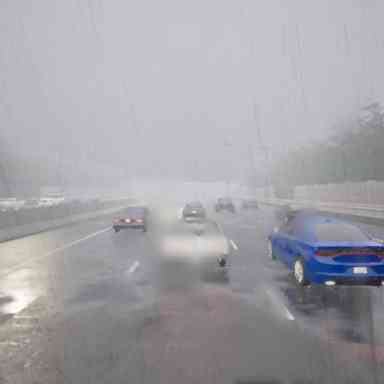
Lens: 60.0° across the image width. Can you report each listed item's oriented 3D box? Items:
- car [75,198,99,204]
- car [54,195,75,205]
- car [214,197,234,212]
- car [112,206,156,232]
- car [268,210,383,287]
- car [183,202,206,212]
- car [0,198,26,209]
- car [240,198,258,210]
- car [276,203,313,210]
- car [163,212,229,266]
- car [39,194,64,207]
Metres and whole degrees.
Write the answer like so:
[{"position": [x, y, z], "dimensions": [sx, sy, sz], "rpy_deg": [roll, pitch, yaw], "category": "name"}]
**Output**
[{"position": [-13.852, 1.558, 45.460], "dimensions": [1.837, 1.490, 4.892], "rpy_deg": [0, -1, 1], "category": "car"}, {"position": [-17.325, 1.531, 47.420], "dimensions": [1.882, 1.535, 5.008], "rpy_deg": [0, 0, 1], "category": "car"}, {"position": [3.663, 1.395, 38.791], "dimensions": [2.097, 1.767, 4.553], "rpy_deg": [0, 0, 0], "category": "car"}, {"position": [-3.352, 1.560, 19.917], "dimensions": [2.033, 1.411, 5.357], "rpy_deg": [0, 0, 0], "category": "car"}, {"position": [3.512, 1.481, 9.398], "dimensions": [1.882, 1.535, 5.008], "rpy_deg": [0, 0, 0], "category": "car"}, {"position": [0.194, 1.591, 28.973], "dimensions": [1.994, 1.385, 4.181], "rpy_deg": [0, 0, 0], "category": "car"}, {"position": [-24.350, 1.575, 45.214], "dimensions": [1.812, 1.442, 4.674], "rpy_deg": [0, 0, 1], "category": "car"}, {"position": [7.299, 1.542, 42.892], "dimensions": [2.128, 1.511, 4.902], "rpy_deg": [0, 0, 1], "category": "car"}, {"position": [7.131, 1.495, 23.216], "dimensions": [1.882, 1.535, 5.008], "rpy_deg": [0, 0, 1], "category": "car"}, {"position": [0.117, 1.605, 11.552], "dimensions": [1.895, 1.301, 4.718], "rpy_deg": [0, 0, 0], "category": "car"}, {"position": [-20.794, 1.277, 49.842], "dimensions": [2.150, 2.045, 5.566], "rpy_deg": [0, 0, 1], "category": "car"}]
